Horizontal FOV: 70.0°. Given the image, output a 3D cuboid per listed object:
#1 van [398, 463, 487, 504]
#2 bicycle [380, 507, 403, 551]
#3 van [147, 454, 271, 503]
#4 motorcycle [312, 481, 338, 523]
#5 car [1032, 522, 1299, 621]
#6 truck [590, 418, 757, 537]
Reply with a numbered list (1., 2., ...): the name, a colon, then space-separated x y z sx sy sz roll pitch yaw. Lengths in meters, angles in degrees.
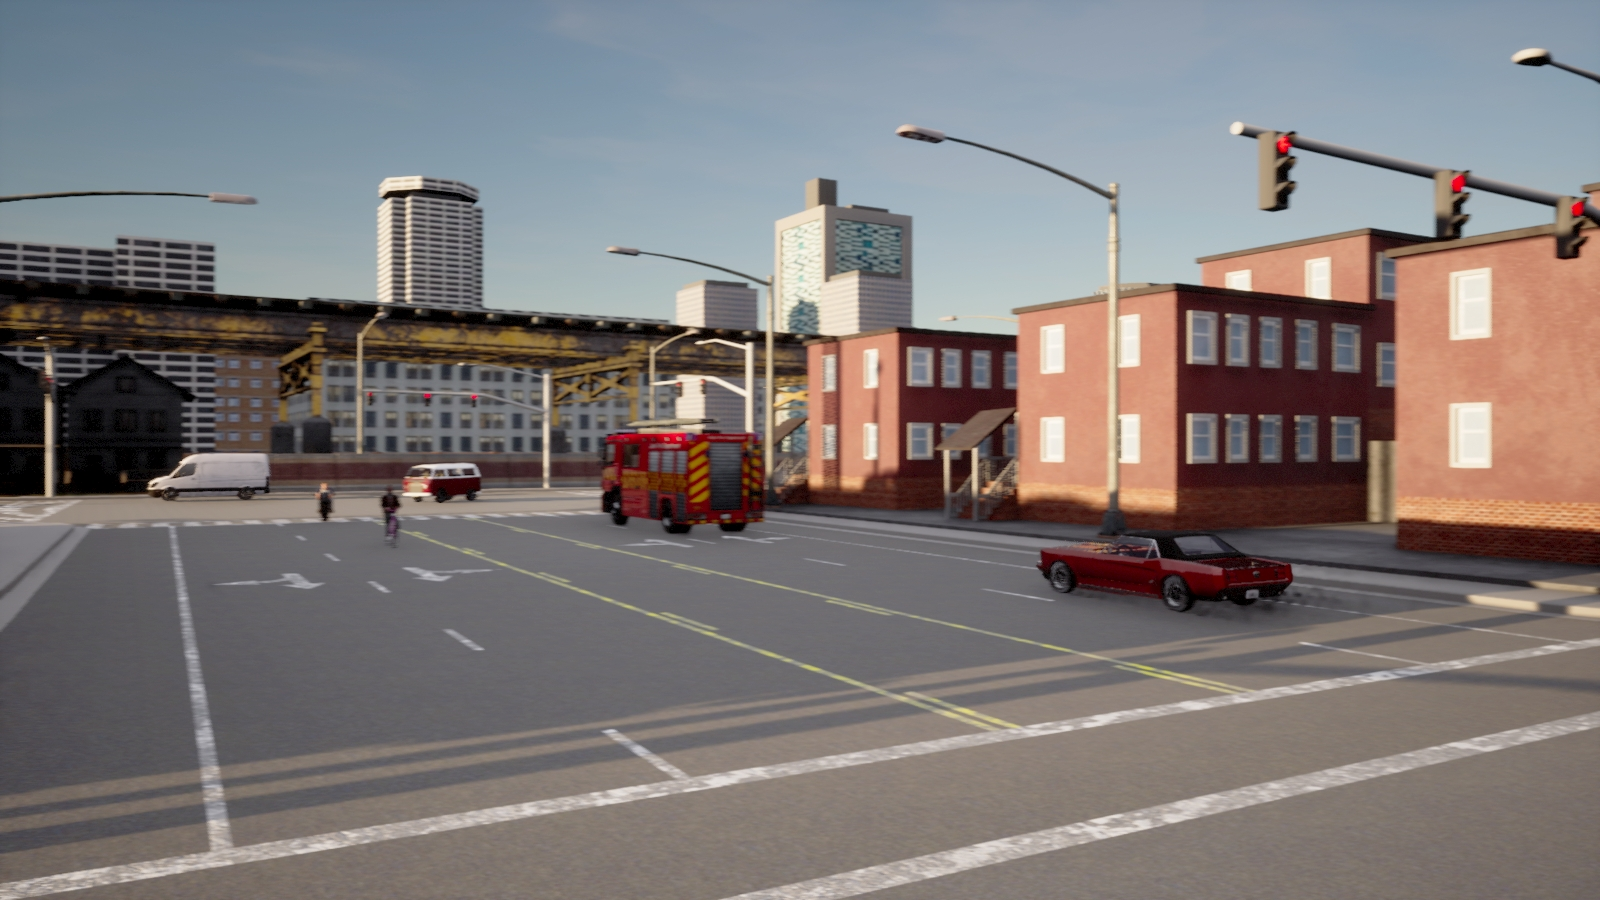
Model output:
1. van: -18.829 1.746 60.372 2.069 2.038 4.480 -1 0 22
2. bicycle: -11.599 2.213 32.391 0.329 1.126 1.835 0 0 -29
3. van: -32.131 1.492 62.186 5.915 2.561 1.988 0 0 -29
4. motorcycle: -18.463 2.005 44.404 0.803 1.505 2.033 0 0 -19
5. car: 6.614 2.147 21.253 1.895 1.301 4.718 0 0 -29
6. truck: -4.750 0.869 40.937 2.891 3.827 8.468 0 0 -29
